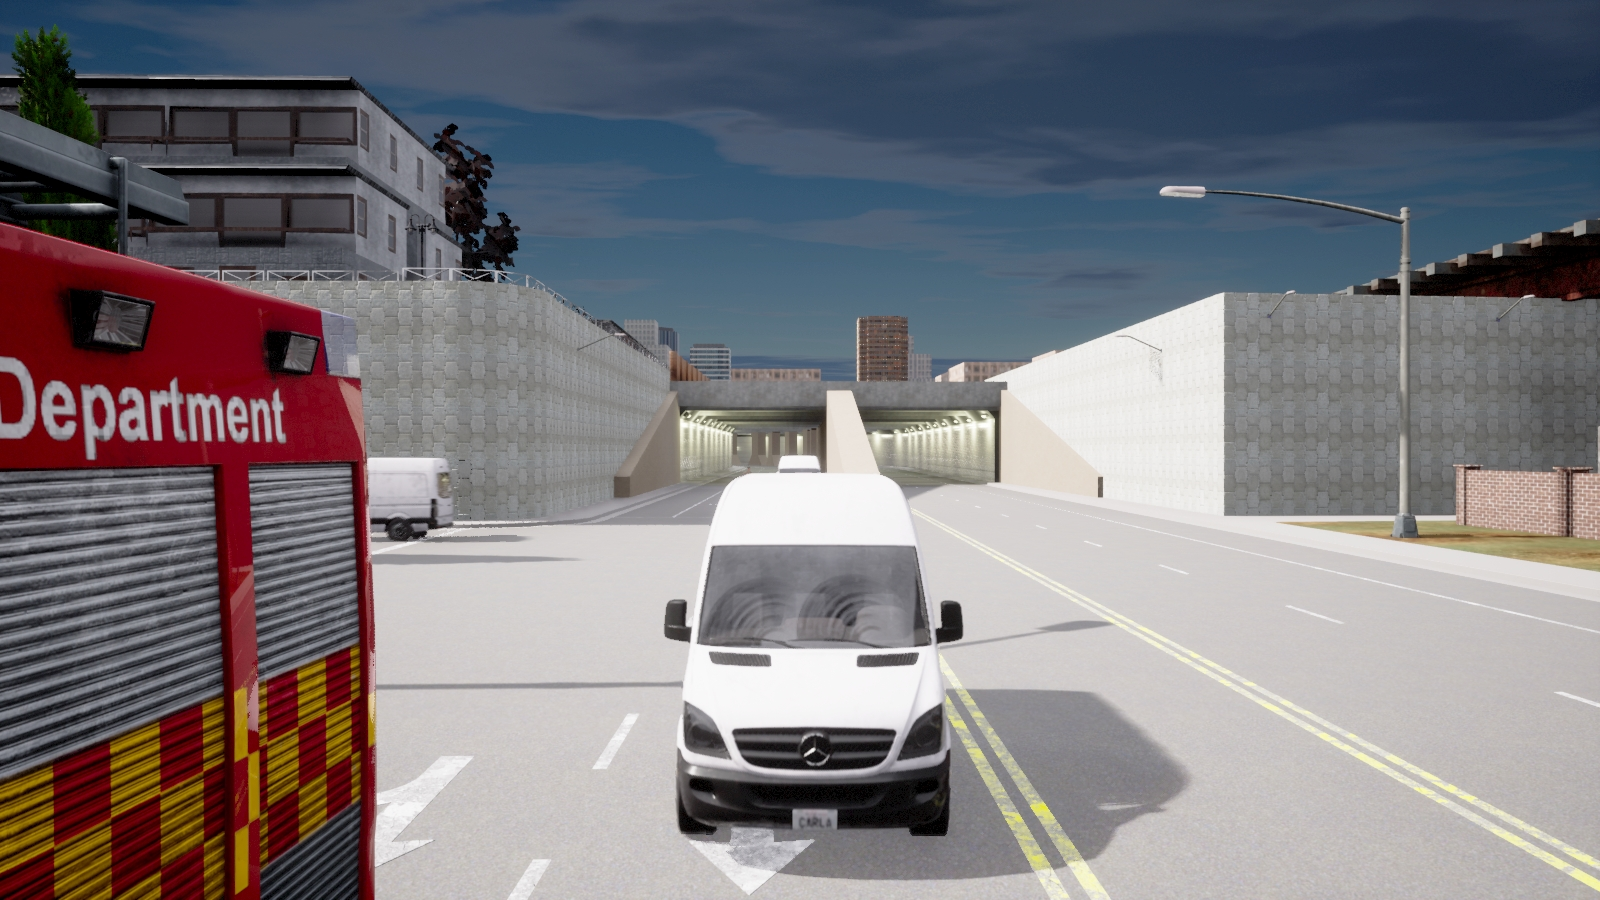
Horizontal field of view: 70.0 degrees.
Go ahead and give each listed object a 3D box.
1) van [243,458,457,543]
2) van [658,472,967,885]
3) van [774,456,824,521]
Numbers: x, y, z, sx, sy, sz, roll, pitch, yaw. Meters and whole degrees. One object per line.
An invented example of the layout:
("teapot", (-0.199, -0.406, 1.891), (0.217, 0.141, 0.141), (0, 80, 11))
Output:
("van", (-13.992, 1.534, 35.772), (5.915, 2.561, 1.988), (0, 0, -1))
("van", (0.104, 1.532, 10.350), (1.988, 2.561, 5.915), (0, 0, 0))
("van", (-0.041, 1.535, 48.403), (1.988, 2.561, 5.915), (0, 0, 0))
